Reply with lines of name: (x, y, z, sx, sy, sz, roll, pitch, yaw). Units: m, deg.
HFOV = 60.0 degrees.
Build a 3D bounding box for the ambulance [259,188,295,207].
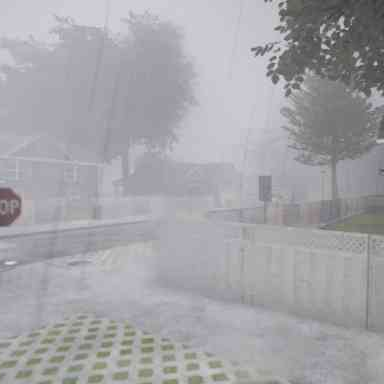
ambulance: (9.699, 0.778, 37.884, 2.351, 2.431, 6.366, 0, 0, 35)
